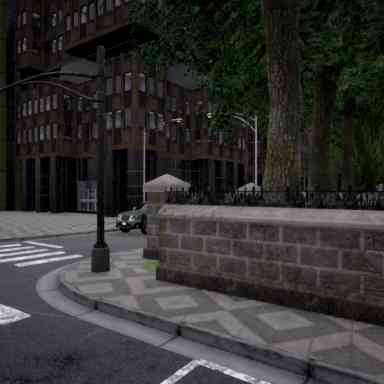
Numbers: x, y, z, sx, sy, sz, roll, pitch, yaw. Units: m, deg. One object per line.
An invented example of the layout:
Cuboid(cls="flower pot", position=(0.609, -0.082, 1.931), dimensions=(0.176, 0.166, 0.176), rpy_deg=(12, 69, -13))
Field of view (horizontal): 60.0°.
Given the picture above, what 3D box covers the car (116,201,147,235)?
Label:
Cuboid(cls="car", position=(-2.441, 1.584, 22.039), dimensions=(2.150, 2.045, 5.566), rpy_deg=(0, -1, 35))
